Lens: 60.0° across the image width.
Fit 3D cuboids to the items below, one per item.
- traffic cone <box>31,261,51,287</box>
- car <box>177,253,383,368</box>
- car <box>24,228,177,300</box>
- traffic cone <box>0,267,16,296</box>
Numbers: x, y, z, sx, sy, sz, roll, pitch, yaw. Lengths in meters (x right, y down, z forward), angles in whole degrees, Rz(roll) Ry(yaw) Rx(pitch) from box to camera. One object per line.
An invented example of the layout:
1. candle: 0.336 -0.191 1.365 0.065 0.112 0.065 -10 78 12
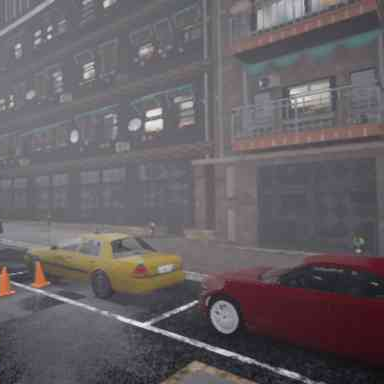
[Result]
1. traffic cone: -3.758 1.992 8.210 0.340 0.580 0.340 0 6 38
2. car: 2.162 1.602 5.006 4.507 1.381 1.887 0 -2 36
3. car: -2.425 1.589 8.394 4.829 1.417 1.752 0 -2 36
4. traffic cone: -4.243 2.002 7.551 0.340 0.580 0.340 0 -1 36
